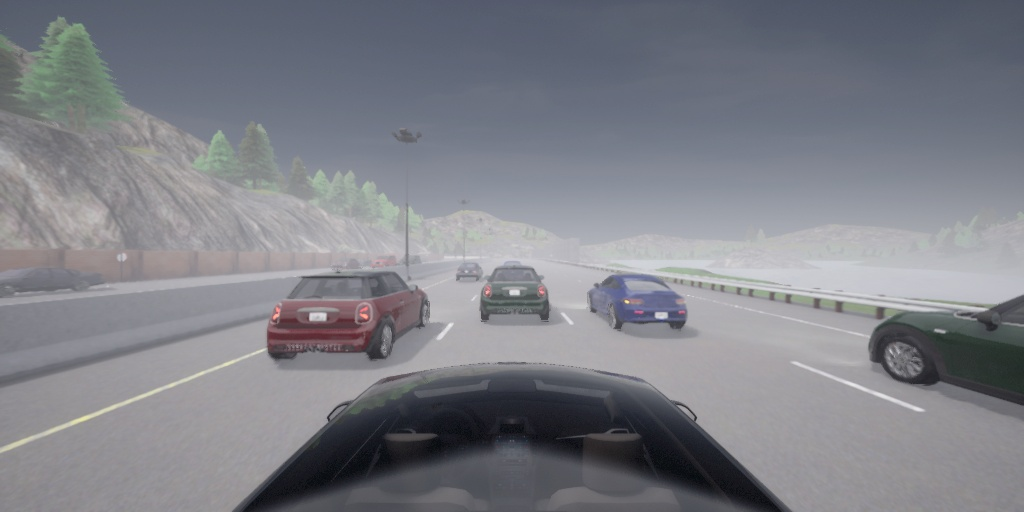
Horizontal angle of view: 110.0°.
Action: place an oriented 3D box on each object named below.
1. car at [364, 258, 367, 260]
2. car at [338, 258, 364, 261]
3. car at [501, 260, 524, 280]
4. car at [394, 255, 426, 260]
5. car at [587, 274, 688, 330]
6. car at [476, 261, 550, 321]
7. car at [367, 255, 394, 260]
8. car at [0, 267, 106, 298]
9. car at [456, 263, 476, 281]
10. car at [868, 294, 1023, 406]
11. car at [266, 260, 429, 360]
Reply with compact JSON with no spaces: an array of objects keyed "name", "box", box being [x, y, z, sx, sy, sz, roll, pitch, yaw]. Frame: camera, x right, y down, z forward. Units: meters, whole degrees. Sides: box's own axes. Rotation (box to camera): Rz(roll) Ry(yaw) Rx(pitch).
[{"name":"car","box":[-24.605,1.142,59.517,2.128,1.511,4.902,0,0,0]},{"name":"car","box":[-21.132,1.026,45.610,2.097,1.767,4.553,0,0,0]},{"name":"car","box":[0.063,1.163,31.757,1.882,1.535,5.008,0,0,0]},{"name":"car","box":[-14.125,0.880,49.907,2.150,2.045,5.566,0,0,0]},{"name":"car","box":[3.583,1.253,10.899,1.812,1.442,4.674,0,0,0]},{"name":"car","box":[0.081,1.079,12.526,2.097,1.767,4.553,0,0,0]},{"name":"car","box":[-17.621,0.883,49.771,2.150,2.045,5.566,0,0,0]},{"name":"car","box":[-24.620,1.282,18.456,2.033,1.411,5.357,0,0,0]},{"name":"car","box":[-3.434,1.241,29.611,2.033,1.411,5.357,0,0,0]},{"name":"car","box":[7.064,1.091,4.144,2.097,1.767,4.553,0,0,0]},{"name":"car","box":[-3.420,1.090,8.454,2.097,1.767,4.553,0,0,0]}]
